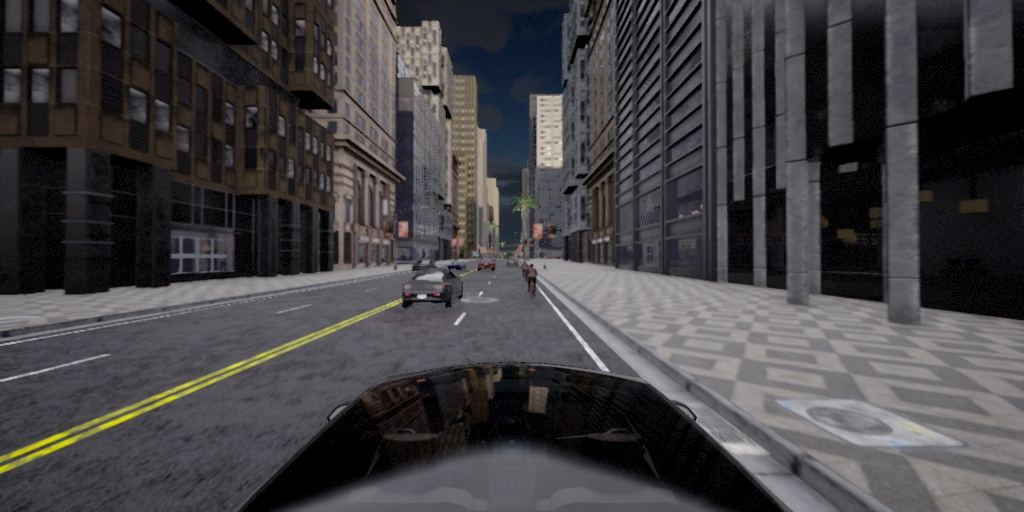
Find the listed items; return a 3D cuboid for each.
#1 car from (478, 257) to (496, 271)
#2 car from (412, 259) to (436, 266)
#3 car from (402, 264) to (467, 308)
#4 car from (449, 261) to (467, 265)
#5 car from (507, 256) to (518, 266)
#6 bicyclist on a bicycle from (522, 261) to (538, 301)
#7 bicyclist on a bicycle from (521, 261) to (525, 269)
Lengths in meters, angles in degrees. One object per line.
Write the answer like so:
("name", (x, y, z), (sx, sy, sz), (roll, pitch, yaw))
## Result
("car", (-3.146, 0.953, 46.220), (2.097, 1.767, 4.553), (0, 0, 0))
("car", (-9.837, 1.109, 40.340), (1.882, 1.535, 5.008), (0, 0, 0))
("car", (-3.149, 1.243, 14.835), (1.812, 1.442, 4.674), (0, 0, 0))
("car", (-6.581, 1.218, 43.135), (1.895, 1.301, 4.718), (0, 0, 0))
("car", (0.051, 0.992, 62.372), (2.128, 1.511, 4.902), (0, 1, 0))
("bicyclist on a bicycle", (0.895, 1.167, 16.027), (0.582, 1.620, 1.656), (0, 0, 0))
("bicyclist on a bicycle", (0.896, 1.143, 25.030), (0.582, 1.620, 1.656), (0, 0, 0))
